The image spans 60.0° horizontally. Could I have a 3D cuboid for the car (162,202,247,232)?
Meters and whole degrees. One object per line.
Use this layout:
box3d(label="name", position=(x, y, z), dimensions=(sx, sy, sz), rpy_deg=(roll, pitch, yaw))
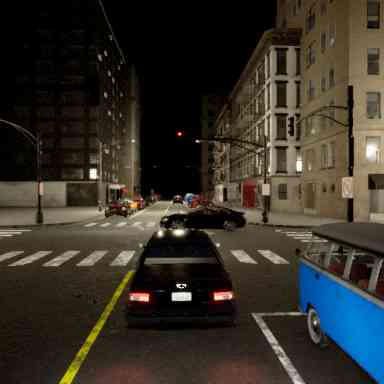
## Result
box3d(label="car", position=(0.645, 1.509, 18.858), dimensions=(4.902, 1.511, 2.128), rpy_deg=(0, 0, -3))

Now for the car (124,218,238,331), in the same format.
box3d(label="car", position=(-0.260, 1.547, 7.278), dimensions=(2.033, 1.411, 5.357), rpy_deg=(0, 0, -2))

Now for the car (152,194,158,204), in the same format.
box3d(label="car", position=(-8.050, 1.545, 62.657), dimensions=(2.008, 1.369, 4.403), rpy_deg=(0, 0, -2))

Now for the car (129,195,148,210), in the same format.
box3d(label="car", position=(-7.114, 1.315, 41.039), dimensions=(2.192, 1.841, 5.009), rpy_deg=(0, 0, -2))

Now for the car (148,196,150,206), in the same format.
box3d(label="car", position=(-7.341, 1.524, 46.274), dimensions=(1.752, 1.417, 4.829), rpy_deg=(0, 0, -2))

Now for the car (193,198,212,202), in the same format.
box3d(label="car", position=(1.371, 1.545, 30.578), dimensions=(1.887, 1.381, 4.507), rpy_deg=(0, 0, -2))

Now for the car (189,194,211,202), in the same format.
box3d(label="car", position=(1.137, 1.315, 35.982), dimensions=(2.192, 1.841, 5.009), rpy_deg=(0, 0, -2))

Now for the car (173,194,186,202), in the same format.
box3d(label="car", position=(-2.571, 1.543, 60.650), dimensions=(2.033, 1.411, 5.357), rpy_deg=(0, 0, -2))

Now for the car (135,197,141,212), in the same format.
box3d(label="car", position=(-6.873, 1.525, 35.465), dimensions=(1.752, 1.417, 4.829), rpy_deg=(0, 0, -2))

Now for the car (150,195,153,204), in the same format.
box3d(label="car", position=(-7.582, 1.564, 51.848), dimensions=(1.947, 1.339, 4.313), rpy_deg=(0, 0, -2))

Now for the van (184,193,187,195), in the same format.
box3d(label="van", position=(-0.501, 1.331, 73.813), dimensions=(1.690, 1.788, 3.998), rpy_deg=(0, 0, -2))

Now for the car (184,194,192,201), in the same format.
box3d(label="car", position=(-0.969, 1.427, 84.622), dimensions=(1.967, 1.590, 4.097), rpy_deg=(0, 0, -2))

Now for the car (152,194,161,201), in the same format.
box3d(label="car", position=(-8.986, 1.427, 84.275), dimensions=(1.967, 1.590, 4.097), rpy_deg=(0, 0, -2))

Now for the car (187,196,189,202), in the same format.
box3d(label="car", position=(0.669, 1.544, 46.791), dimensions=(1.887, 1.381, 4.507), rpy_deg=(0, 0, -2))

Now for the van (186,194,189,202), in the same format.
box3d(label="van", position=(0.435, 1.339, 52.196), dimensions=(1.690, 1.788, 3.998), rpy_deg=(0, 0, -2))

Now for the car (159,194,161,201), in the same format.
box3d(label="car", position=(-8.518, 1.572, 73.466), dimensions=(1.802, 1.307, 4.206), rpy_deg=(0, 0, -2))

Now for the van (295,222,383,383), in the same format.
box3d(label="van", position=(2.534, 1.341, 3.723), dimensions=(1.690, 1.788, 3.998), rpy_deg=(0, 0, -2))

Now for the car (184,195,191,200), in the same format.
box3d(label="car", position=(-1.203, 1.530, 90.026), dimensions=(1.887, 1.381, 4.507), rpy_deg=(0, 0, -2))

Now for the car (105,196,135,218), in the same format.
box3d(label="car", position=(-6.646, 1.440, 30.231), dimensions=(1.967, 1.590, 4.097), rpy_deg=(0, 0, -2))

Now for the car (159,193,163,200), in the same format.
box3d(label="car", position=(-8.752, 1.304, 78.870), dimensions=(2.192, 1.841, 5.009), rpy_deg=(0, 0, -2))
